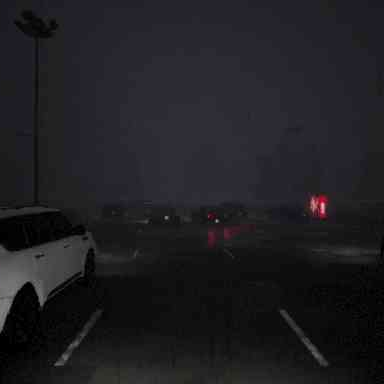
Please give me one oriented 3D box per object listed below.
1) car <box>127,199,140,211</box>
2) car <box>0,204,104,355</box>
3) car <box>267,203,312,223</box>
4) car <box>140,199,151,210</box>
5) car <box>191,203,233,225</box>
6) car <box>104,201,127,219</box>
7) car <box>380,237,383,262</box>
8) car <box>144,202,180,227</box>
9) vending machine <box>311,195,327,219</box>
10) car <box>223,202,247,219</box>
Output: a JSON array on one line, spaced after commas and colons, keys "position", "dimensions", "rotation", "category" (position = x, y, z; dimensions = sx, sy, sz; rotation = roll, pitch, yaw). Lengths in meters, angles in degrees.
[{"position": [-8.802, 1.854, 44.187], "dimensions": [1.895, 1.301, 4.718], "rotation": [0, 0, -26], "category": "car"}, {"position": [-3.466, 1.258, 6.268], "dimensions": [2.150, 2.045, 5.566], "rotation": [0, 0, -1], "category": "car"}, {"position": [7.901, 1.635, 27.503], "dimensions": [1.882, 1.535, 5.008], "rotation": [0, 0, -13], "category": "car"}, {"position": [-7.187, 1.780, 48.475], "dimensions": [1.837, 1.490, 4.892], "rotation": [1, -2, -29], "category": "car"}, {"position": [1.240, 1.747, 25.527], "dimensions": [1.895, 1.301, 4.718], "rotation": [0, 0, -13], "category": "car"}, {"position": [-7.598, 1.658, 31.401], "dimensions": [1.882, 1.535, 5.008], "rotation": [1, -1, -18], "category": "car"}, {"position": [6.921, 1.526, 8.444], "dimensions": [1.882, 1.535, 5.008], "rotation": [0, 0, -3], "category": "car"}, {"position": [-2.130, 1.702, 24.126], "dimensions": [1.994, 1.385, 4.181], "rotation": [0, 0, -12], "category": "car"}, {"position": [11.470, 1.367, 30.068], "dimensions": [1.100, 2.100, 0.880], "rotation": [0, 0, -14], "category": "vending machine"}, {"position": [3.455, 1.668, 30.821], "dimensions": [2.128, 1.511, 4.902], "rotation": [0, 0, -16], "category": "car"}]
